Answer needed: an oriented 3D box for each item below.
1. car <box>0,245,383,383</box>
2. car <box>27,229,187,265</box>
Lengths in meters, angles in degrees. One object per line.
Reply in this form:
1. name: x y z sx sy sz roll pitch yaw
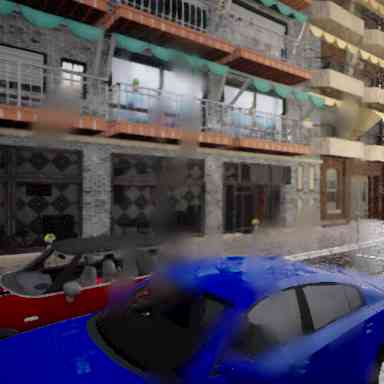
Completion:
1. car: 0.312 1.470 3.299 5.008 1.535 1.882 0 0 -36
2. car: -1.651 1.435 4.918 4.097 1.590 1.967 0 1 -36
